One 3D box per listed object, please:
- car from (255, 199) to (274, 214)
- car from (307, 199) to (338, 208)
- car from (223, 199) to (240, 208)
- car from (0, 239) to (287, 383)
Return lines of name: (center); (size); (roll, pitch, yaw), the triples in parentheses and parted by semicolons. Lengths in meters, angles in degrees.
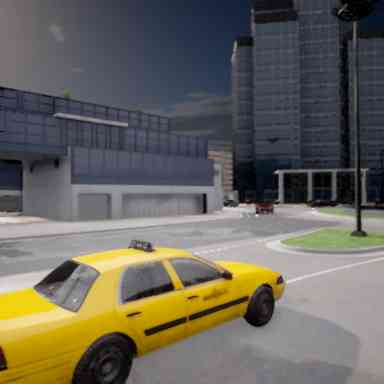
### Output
car: (8.628, 1.677, 39.535); (2.097, 1.767, 4.553); (-1, -1, 11)
car: (21.956, 1.906, 55.966); (5.357, 1.411, 2.033); (0, -1, -22)
car: (6.573, 2.064, 60.247); (1.837, 1.490, 4.892); (0, -1, -33)
car: (-0.536, 1.521, 5.234); (5.366, 1.575, 1.801); (0, -1, -42)
